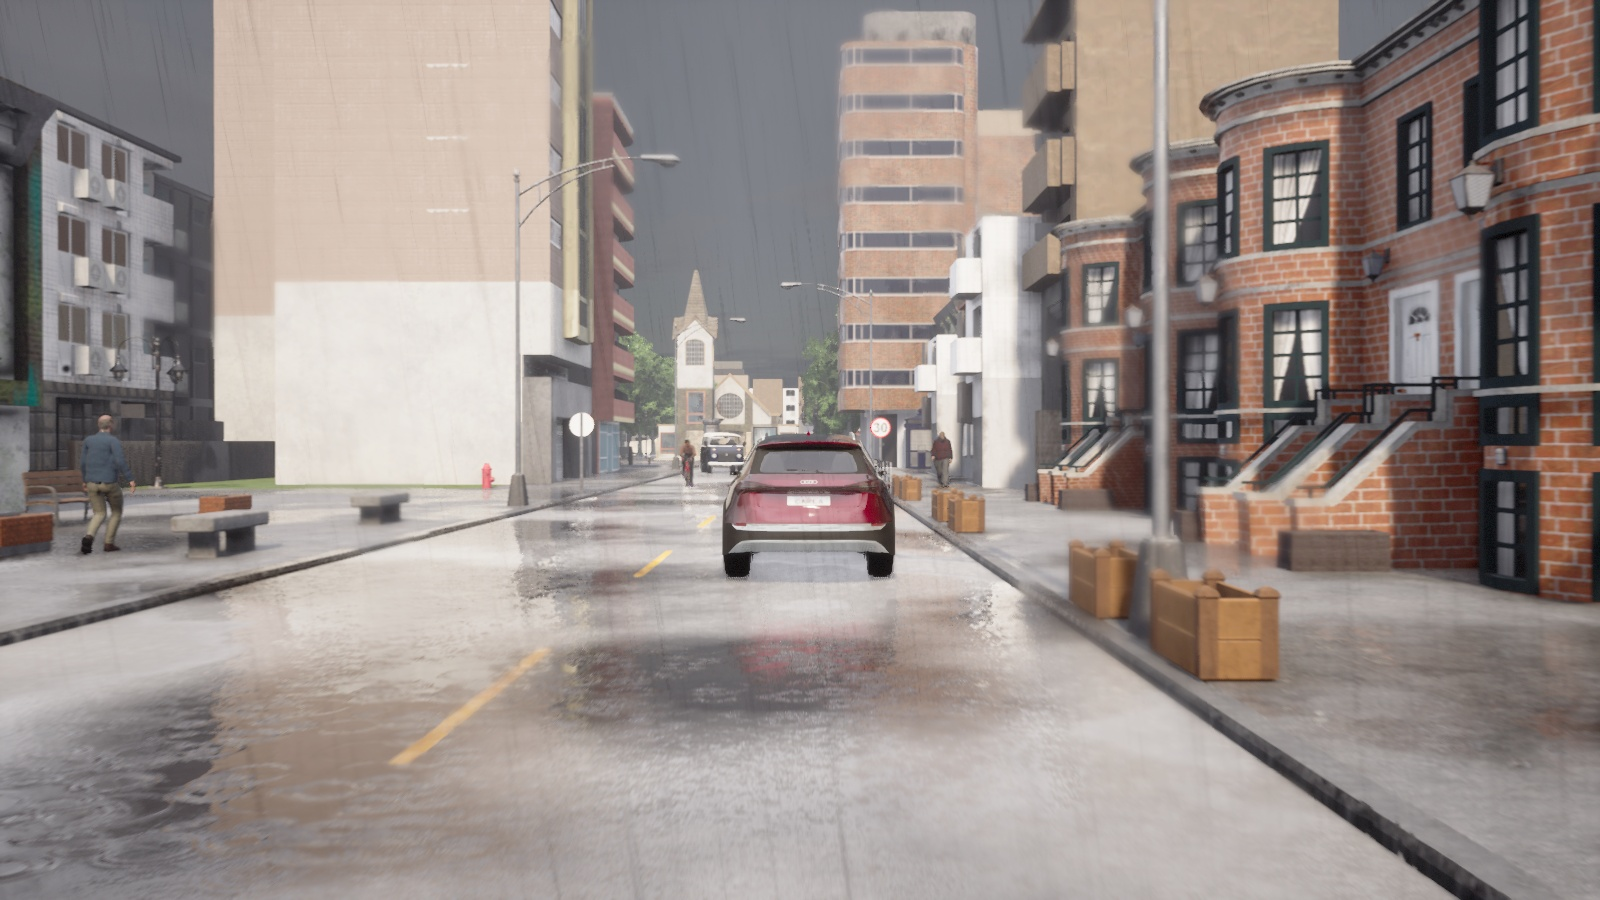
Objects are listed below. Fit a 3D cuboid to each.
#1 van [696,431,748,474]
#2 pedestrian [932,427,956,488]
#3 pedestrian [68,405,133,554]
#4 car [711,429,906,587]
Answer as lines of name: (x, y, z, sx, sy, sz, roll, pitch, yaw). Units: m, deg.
van: (-3.909, 0.115, 62.399, 2.069, 2.038, 4.480, 0, 0, -10)
pedestrian: (4.361, 0.221, 38.076, 0.634, 1.844, 0.899, 0, 0, 2)
pedestrian: (-8.801, 0.360, 15.823, 0.402, 1.842, 0.726, 0, 0, 0)
car: (0.104, 0.589, 15.506, 2.033, 1.649, 4.856, 0, 0, 0)
